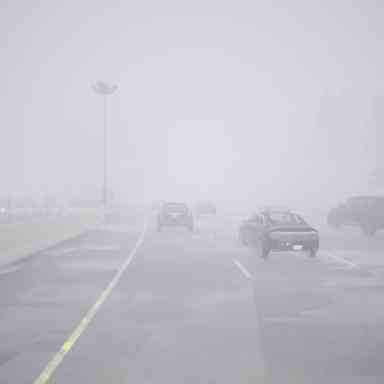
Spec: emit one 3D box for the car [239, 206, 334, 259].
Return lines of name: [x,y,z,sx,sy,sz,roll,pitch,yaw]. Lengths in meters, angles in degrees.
car: [3.076,1.486,12.591,2.128,1.511,4.902,0,0,-4]

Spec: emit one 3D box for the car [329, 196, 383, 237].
car: [9.665,1.203,18.294,2.150,2.045,5.566,0,0,-5]

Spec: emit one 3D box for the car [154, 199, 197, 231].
car: [-1.159,1.355,20.807,2.097,1.767,4.553,0,0,-6]

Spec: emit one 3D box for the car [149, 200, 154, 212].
car: [-3.936,1.557,39.148,2.033,1.411,5.357,0,0,-11]

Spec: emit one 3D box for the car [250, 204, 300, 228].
car: [5.635,1.590,23.272,1.895,1.301,4.718,0,0,-7]

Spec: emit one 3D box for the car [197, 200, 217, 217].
car: [1.004,1.491,31.192,2.128,1.511,4.902,0,0,-9]
